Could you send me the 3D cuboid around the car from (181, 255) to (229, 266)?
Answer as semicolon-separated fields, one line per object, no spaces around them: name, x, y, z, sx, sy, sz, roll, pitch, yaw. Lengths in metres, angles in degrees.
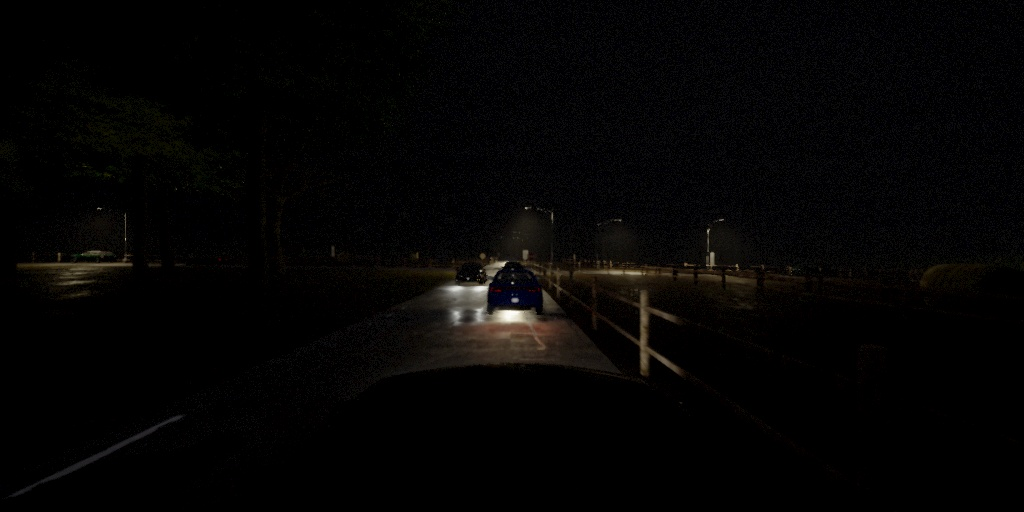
car;-42.059;0.554;49.147;5.357;1.411;2.033;1;1;0

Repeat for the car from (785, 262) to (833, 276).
car;41.157;1.824;49.665;5.566;2.045;2.150;2;1;0

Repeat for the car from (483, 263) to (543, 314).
car;0.100;1.218;13.760;1.882;1.535;5.008;0;0;0

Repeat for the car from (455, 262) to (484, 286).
car;-2.831;1.228;25.520;1.837;1.490;4.892;0;0;0
